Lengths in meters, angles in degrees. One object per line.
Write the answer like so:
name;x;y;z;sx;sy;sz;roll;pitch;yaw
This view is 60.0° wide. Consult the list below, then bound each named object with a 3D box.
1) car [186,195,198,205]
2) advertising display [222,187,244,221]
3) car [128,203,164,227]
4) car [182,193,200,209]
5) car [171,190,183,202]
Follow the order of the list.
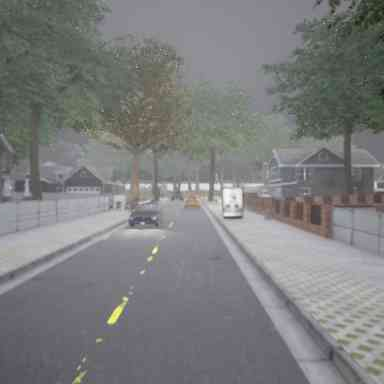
car;0.001;1.164;51.132;1.812;1.442;4.674;0;1;0
advertising display;2.992;0.888;24.519;1.540;2.440;0.280;-1;0;0
car;-2.850;1.426;21.841;2.033;1.411;5.357;0;0;0
car;0.060;1.213;41.126;1.882;1.535;5.008;0;0;0
car;-2.774;0.729;62.604;2.150;2.045;5.566;0;1;1
